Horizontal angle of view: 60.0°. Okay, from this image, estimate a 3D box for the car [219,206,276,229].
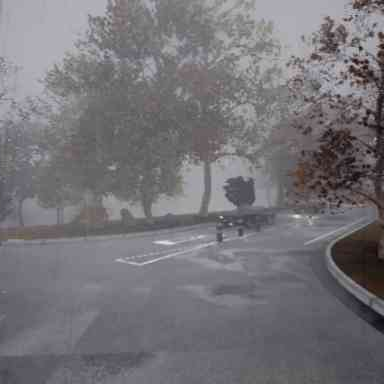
[{"bbox_3d":[3.645,1.576,21.593,1.895,1.301,4.718,-1,0,37],"label":"car"}]

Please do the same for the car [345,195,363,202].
[{"bbox_3d":[24.050,0.901,49.195,1.882,1.535,5.008,-1,0,37],"label":"car"}]

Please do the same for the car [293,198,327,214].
[{"bbox_3d":[11.600,1.316,32.368,2.033,1.411,5.357,-1,1,36],"label":"car"}]

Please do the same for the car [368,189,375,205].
[{"bbox_3d":[25.325,0.617,44.995,2.150,2.045,5.566,-1,0,36],"label":"car"}]
